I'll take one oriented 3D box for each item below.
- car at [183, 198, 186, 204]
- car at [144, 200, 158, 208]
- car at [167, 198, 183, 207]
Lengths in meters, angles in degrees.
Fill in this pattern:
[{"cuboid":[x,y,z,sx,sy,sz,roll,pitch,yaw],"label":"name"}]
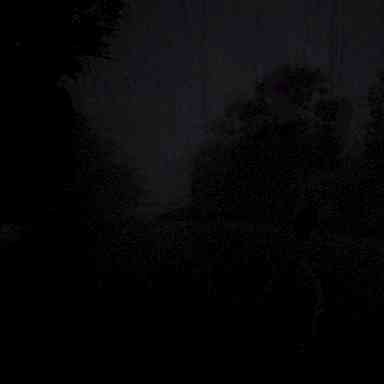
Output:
[{"cuboid":[-2.576,2.117,78.774,1.994,1.385,4.181,-1,0,5],"label":"car"},{"cuboid":[-7.519,2.208,61.256,1.994,1.385,4.181,-1,0,5],"label":"car"},{"cuboid":[-3.571,1.983,65.861,2.097,1.767,4.553,-1,-1,5],"label":"car"}]
